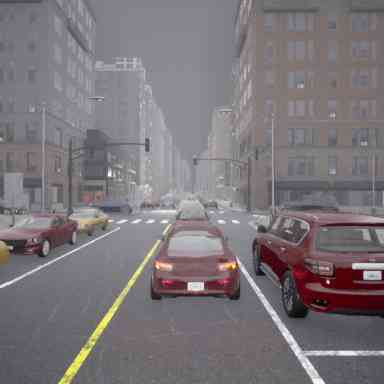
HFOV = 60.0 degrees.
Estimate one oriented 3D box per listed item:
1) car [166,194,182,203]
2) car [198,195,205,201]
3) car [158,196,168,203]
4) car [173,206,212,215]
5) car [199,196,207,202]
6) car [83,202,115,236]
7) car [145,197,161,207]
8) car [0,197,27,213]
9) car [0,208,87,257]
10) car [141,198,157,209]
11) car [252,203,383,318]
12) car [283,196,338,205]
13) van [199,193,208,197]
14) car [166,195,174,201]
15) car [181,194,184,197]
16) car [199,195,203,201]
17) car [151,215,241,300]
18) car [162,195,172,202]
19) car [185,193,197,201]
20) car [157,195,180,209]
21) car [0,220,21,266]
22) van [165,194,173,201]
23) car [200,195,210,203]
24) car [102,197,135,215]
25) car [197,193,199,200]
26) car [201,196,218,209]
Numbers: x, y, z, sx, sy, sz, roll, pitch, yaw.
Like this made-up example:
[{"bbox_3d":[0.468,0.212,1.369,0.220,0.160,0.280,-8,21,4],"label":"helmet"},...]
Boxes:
[{"bbox_3d":[-3.151,1.561,55.346,2.033,1.411,5.357,0,0,0],"label":"car"},{"bbox_3d":[2.573,1.598,90.970,1.947,1.339,4.313,1,0,0],"label":"car"},{"bbox_3d":[-5.927,1.600,68.274,1.802,1.307,4.206,1,0,0],"label":"car"},{"bbox_3d":[0.043,1.605,17.446,1.895,1.301,4.718,0,0,0],"label":"car"},{"bbox_3d":[2.586,1.607,79.623,1.802,1.307,4.206,1,0,0],"label":"car"},{"bbox_3d":[-5.870,1.529,18.393,1.752,1.417,4.829,1,0,0],"label":"car"},{"bbox_3d":[-5.907,1.556,51.256,1.887,1.381,4.507,1,0,0],"label":"car"},{"bbox_3d":[-17.294,1.197,29.740,4.553,1.767,2.097,1,-1,0],"label":"car"},{"bbox_3d":[-5.864,1.547,12.938,1.887,1.381,4.507,1,0,0],"label":"car"},{"bbox_3d":[-5.901,1.555,45.583,1.887,1.381,4.507,1,0,0],"label":"car"},{"bbox_3d":[2.670,1.317,7.315,2.192,1.841,5.009,1,0,0],"label":"car"},{"bbox_3d":[11.520,1.357,32.811,5.566,2.045,2.150,1,-1,0],"label":"car"},{"bbox_3d":[2.608,1.357,62.604,1.690,1.788,3.998,1,0,0],"label":"van"},{"bbox_3d":[-5.952,1.614,90.965,1.802,1.307,4.206,1,0,0],"label":"car"},{"bbox_3d":[-3.105,1.565,65.774,2.033,1.411,5.357,0,0,1],"label":"car"},{"bbox_3d":[2.612,1.596,56.930,1.802,1.307,4.206,1,0,0],"label":"car"},{"bbox_3d":[0.076,1.527,8.268,1.812,1.442,4.674,0,0,0],"label":"car"},{"bbox_3d":[-5.938,1.465,79.620,1.967,1.590,4.097,1,0,0],"label":"car"},{"bbox_3d":[-0.095,1.569,85.314,2.033,1.411,5.357,0,0,0],"label":"car"},{"bbox_3d":[-3.135,1.502,45.495,2.128,1.511,4.902,0,0,1],"label":"car"},{"bbox_3d":[-5.857,1.526,7.144,1.752,1.417,4.829,1,0,0],"label":"car"},{"bbox_3d":[-5.944,1.370,85.293,1.690,1.788,3.998,1,0,0],"label":"van"},{"bbox_3d":[2.618,1.594,51.257,1.802,1.307,4.206,1,0,0],"label":"car"},{"bbox_3d":[-7.984,1.314,32.899,4.553,1.767,2.097,1,-1,0],"label":"car"},{"bbox_3d":[2.602,1.334,68.277,2.192,1.841,5.009,1,0,0],"label":"car"},{"bbox_3d":[2.625,1.592,45.583,1.802,1.307,4.206,1,0,0],"label":"car"}]
